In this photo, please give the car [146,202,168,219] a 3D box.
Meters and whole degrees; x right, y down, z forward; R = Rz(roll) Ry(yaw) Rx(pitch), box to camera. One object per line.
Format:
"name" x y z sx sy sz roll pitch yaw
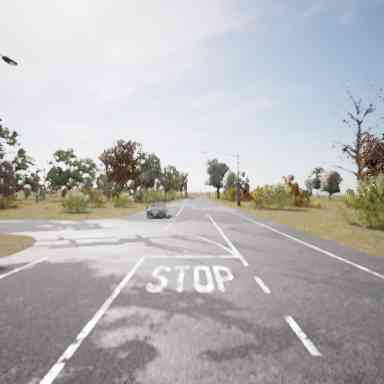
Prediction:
"car" -3.409 1.803 33.138 2.128 1.511 4.902 0 0 0
